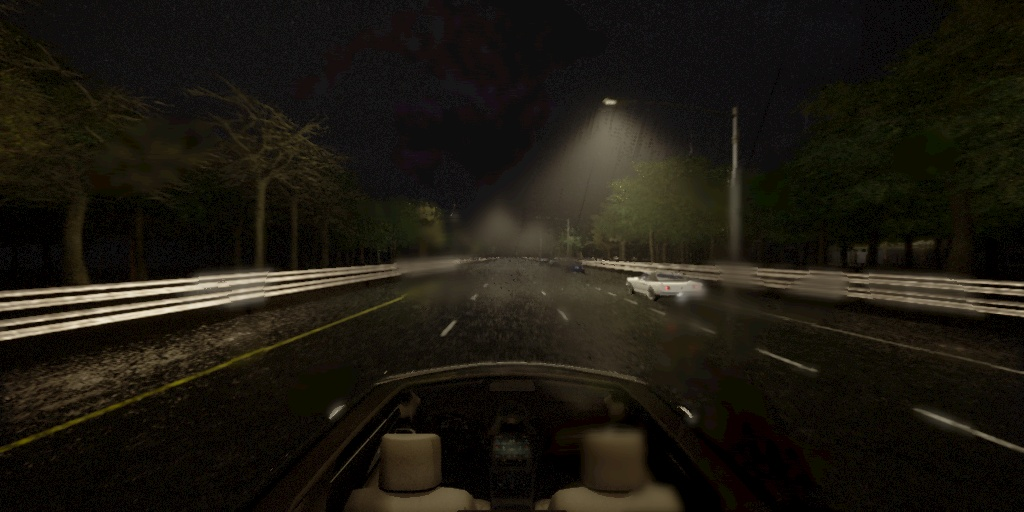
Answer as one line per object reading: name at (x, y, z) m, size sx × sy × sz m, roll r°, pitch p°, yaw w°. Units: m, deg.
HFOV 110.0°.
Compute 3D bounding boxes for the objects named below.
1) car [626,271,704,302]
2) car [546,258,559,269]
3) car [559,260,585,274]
car at (7.000, 1.357, 17.042) m, size 1.895 × 1.301 × 4.718 m, roll 0°, pitch 0°, yaw 0°
car at (7.021, 1.359, 58.071) m, size 1.895 × 1.301 × 4.718 m, roll 0°, pitch 0°, yaw 0°
car at (7.012, 1.306, 41.024) m, size 2.033 × 1.411 × 5.357 m, roll 0°, pitch 0°, yaw 0°
